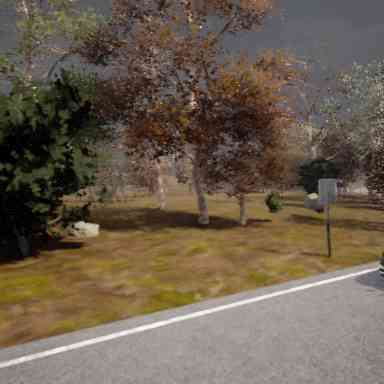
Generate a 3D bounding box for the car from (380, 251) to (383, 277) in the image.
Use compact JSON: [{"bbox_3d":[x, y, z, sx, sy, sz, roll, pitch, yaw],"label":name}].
[{"bbox_3d":[6.736,1.469,8.514,4.892,1.490,1.837,0,0,-34],"label":"car"}]
